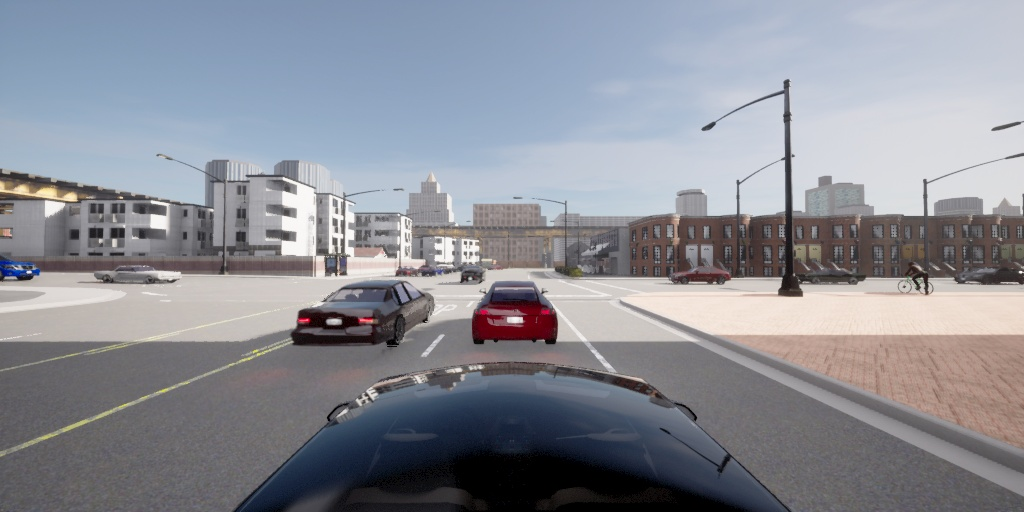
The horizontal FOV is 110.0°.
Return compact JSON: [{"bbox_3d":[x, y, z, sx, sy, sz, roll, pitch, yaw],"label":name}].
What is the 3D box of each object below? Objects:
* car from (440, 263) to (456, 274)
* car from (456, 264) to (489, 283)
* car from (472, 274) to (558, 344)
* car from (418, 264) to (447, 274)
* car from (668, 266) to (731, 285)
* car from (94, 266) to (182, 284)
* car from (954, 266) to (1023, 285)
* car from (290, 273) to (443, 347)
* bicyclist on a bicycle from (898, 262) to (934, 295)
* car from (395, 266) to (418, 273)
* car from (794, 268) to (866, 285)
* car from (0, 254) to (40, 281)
[{"bbox_3d":[-9.722,2.172,55.374,1.895,1.301,4.718,0,-1,4],"label":"car"},{"bbox_3d":[-3.396,1.623,31.850,1.837,1.490,4.892,0,-1,1],"label":"car"},{"bbox_3d":[0.054,1.347,9.656,1.994,1.385,4.181,0,0,0],"label":"car"},{"bbox_3d":[-10.184,1.989,46.217,1.895,1.301,4.718,0,-1,3],"label":"car"},{"bbox_3d":[15.238,1.572,29.195,4.674,1.442,1.812,0,-1,1],"label":"car"},{"bbox_3d":[-27.213,1.354,26.232,4.718,1.301,1.895,1,-1,-1],"label":"car"},{"bbox_3d":[38.485,1.561,28.702,4.674,1.442,1.812,0,-1,1],"label":"car"},{"bbox_3d":[-3.424,1.328,9.390,2.033,1.411,5.357,0,0,0],"label":"car"},{"bbox_3d":[20.347,1.128,18.119,0.582,1.620,1.656,0,-1,1],"label":"bicyclist on a bicycle"},{"bbox_3d":[-13.671,1.962,46.697,1.994,1.385,4.181,0,-1,2],"label":"car"},{"bbox_3d":[25.421,1.643,28.990,4.718,1.301,1.895,0,-1,1],"label":"car"},{"bbox_3d":[-37.264,0.724,25.077,5.566,2.045,2.150,2,-1,-13],"label":"car"}]
